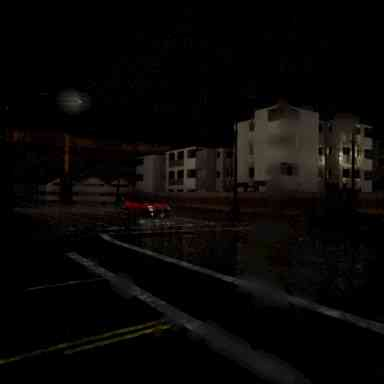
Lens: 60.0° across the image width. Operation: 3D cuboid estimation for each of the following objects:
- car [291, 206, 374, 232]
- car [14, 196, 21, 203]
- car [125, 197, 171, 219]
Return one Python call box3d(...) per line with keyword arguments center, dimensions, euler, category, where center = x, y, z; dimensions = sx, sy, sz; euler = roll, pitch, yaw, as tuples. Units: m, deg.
box3d(center=(8.743, 1.665, 20.884), dimensions=(5.008, 1.535, 1.882), euler=(0, 2, -4), category="car")
box3d(center=(-23.975, 0.698, 42.071), dimensions=(4.674, 1.442, 1.812), euler=(1, 0, 19), category="car")
box3d(center=(-3.642, 1.187, 27.039), dimensions=(2.097, 1.767, 4.553), euler=(1, 1, -38), category="car")
